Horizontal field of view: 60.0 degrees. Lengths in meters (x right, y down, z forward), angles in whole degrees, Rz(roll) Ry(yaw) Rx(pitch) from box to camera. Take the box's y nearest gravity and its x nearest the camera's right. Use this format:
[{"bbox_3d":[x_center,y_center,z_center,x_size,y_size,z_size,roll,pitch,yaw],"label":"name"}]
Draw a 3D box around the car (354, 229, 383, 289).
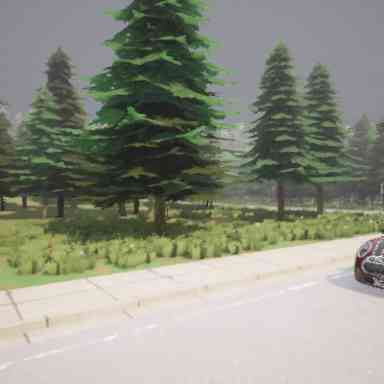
[{"bbox_3d":[5.977,1.335,8.141,4.553,1.767,2.097,0,0,-36],"label":"car"}]
